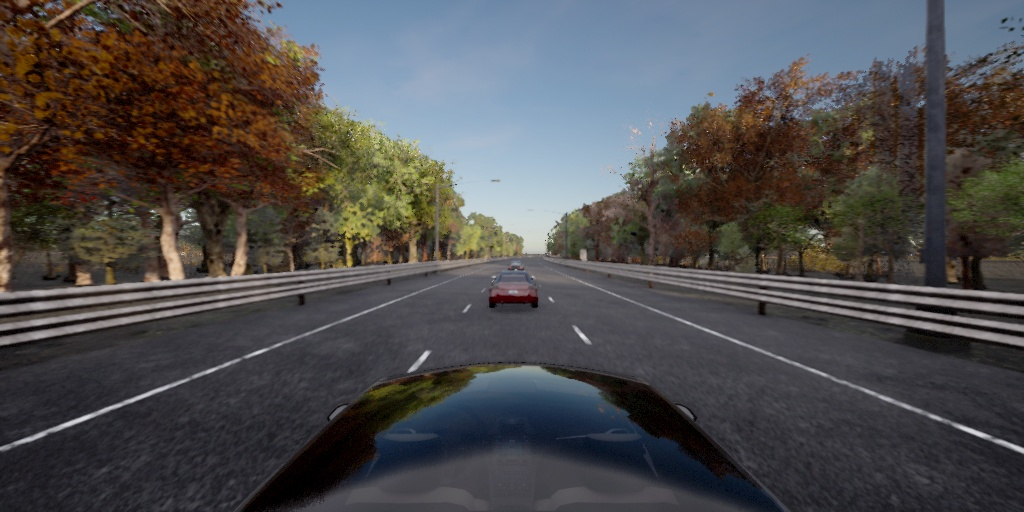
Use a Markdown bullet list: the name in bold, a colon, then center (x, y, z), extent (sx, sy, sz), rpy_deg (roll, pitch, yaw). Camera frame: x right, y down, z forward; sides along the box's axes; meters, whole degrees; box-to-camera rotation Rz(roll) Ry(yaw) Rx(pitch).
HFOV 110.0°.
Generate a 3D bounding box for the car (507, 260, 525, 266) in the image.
- **car**: center (0.433, 1.279, 38.538), extent (1.812, 1.442, 4.674), rpy_deg (0, 0, 1)

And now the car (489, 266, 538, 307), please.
- **car**: center (0.071, 1.317, 15.536), extent (1.994, 1.385, 4.181), rpy_deg (0, 0, 0)
